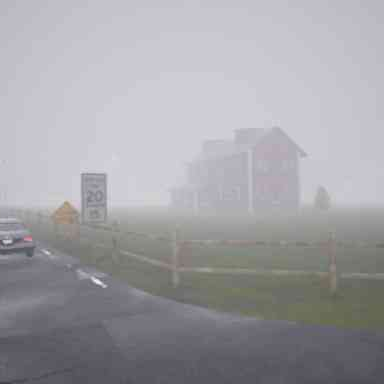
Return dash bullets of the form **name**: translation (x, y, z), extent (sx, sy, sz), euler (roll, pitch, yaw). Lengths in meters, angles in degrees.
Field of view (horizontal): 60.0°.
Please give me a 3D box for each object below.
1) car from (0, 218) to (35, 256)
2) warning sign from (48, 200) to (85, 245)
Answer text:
- **car**: translation (-7.591, 1.764, 13.388), extent (2.033, 1.411, 5.357), euler (0, -1, -33)
- **warning sign**: translation (-5.672, 1.321, 15.020), extent (1.300, 1.860, 1.060), euler (0, -1, -36)
